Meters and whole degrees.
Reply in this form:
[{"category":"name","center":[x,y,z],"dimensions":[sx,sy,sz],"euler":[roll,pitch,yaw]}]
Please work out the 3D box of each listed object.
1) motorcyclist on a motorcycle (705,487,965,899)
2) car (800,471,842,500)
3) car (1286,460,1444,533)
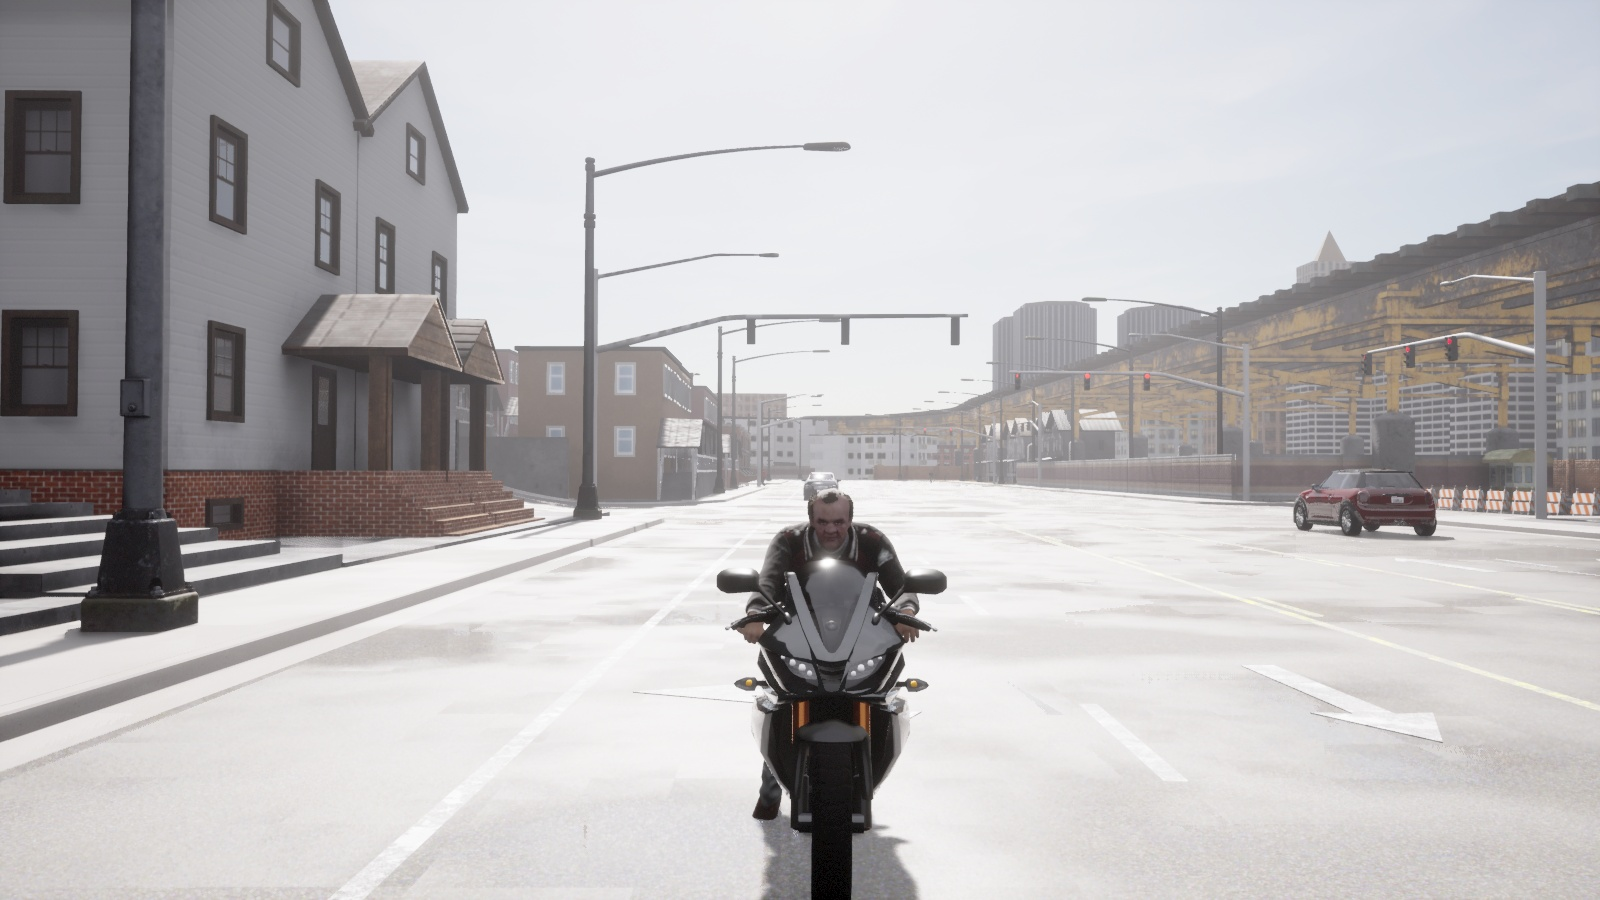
[{"category":"motorcyclist on a motorcycle","center":[0.135,0.938,5.312],"dimensions":[0.866,1.530,2.191],"euler":[0,-1,1]},{"category":"car","center":[1.191,1.906,68.064],"dimensions":[2.128,1.511,4.902],"euler":[0,-1,2]},{"category":"car","center":[14.574,1.162,32.692],"dimensions":[2.097,1.767,4.553],"euler":[0,-1,1]}]
